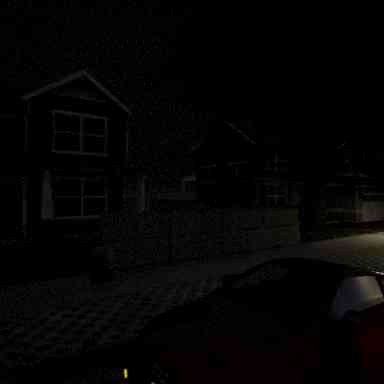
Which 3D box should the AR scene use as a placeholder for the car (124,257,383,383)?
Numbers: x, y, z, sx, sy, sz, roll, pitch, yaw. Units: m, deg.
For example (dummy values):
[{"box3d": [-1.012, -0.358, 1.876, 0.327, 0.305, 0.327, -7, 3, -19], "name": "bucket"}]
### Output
[{"box3d": [1.338, 1.565, 4.012, 4.181, 1.385, 1.994, 0, 0, -35], "name": "car"}]
